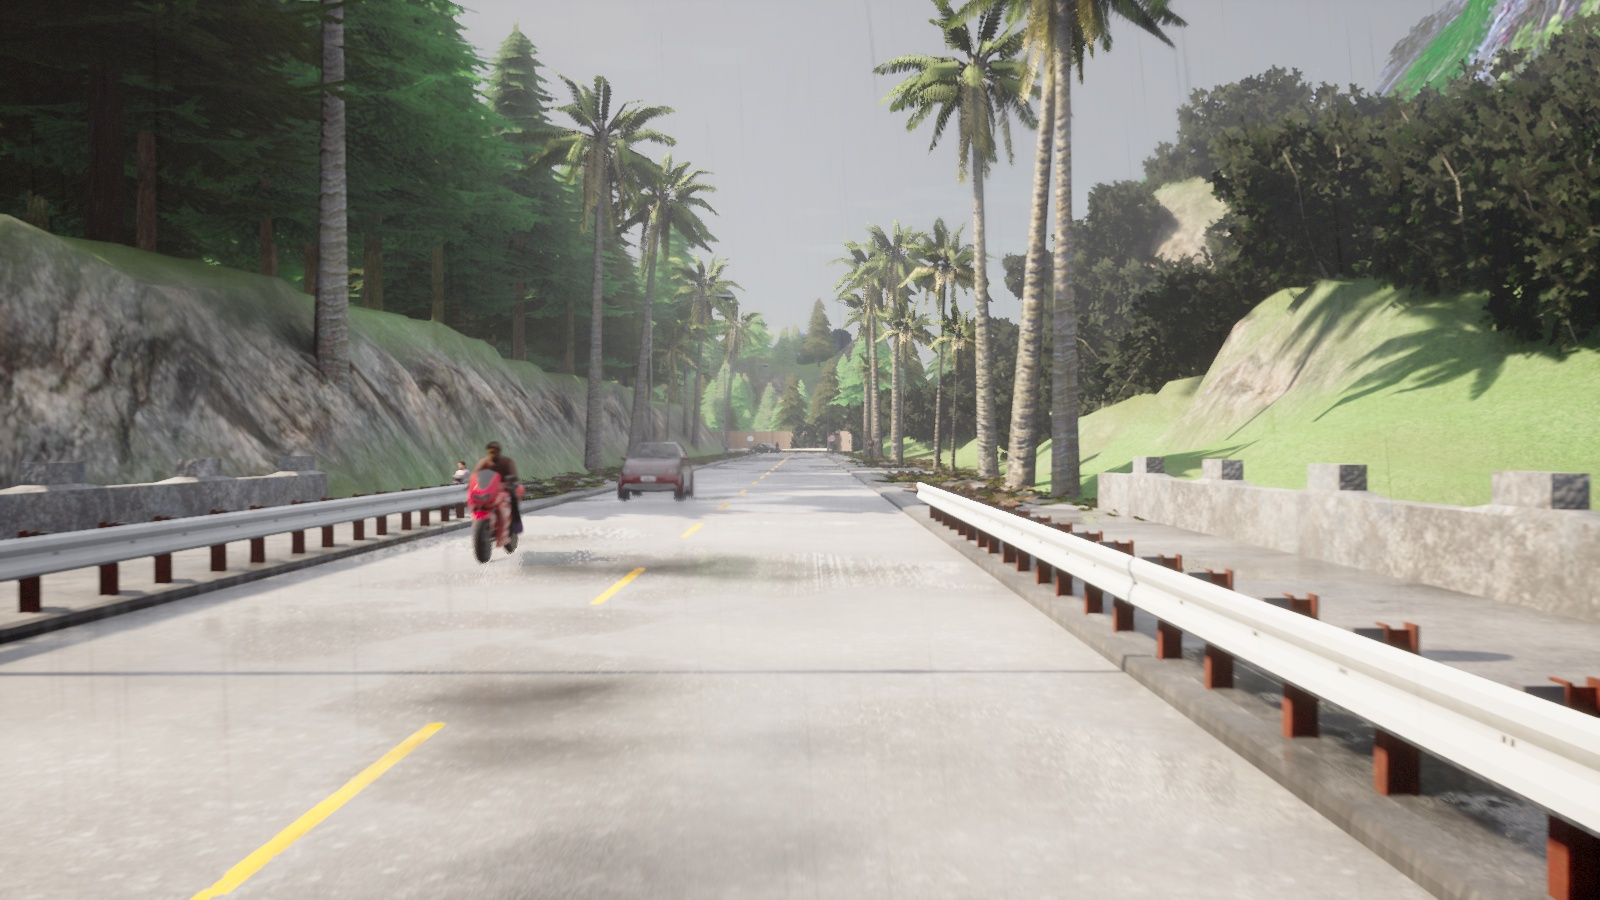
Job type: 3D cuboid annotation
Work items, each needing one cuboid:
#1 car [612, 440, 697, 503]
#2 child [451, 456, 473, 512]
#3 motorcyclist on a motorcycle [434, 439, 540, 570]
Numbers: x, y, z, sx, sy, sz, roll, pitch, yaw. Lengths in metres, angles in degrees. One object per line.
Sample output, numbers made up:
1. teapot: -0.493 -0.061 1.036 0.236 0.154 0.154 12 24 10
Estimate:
1. car: -3.788 0.538 33.139 1.789 1.549 3.705 0 0 0
2. child: -6.840 0.685 25.423 0.255 1.110 0.394 0 0 23
3. motorcyclist on a motorcycle: -3.891 0.635 15.780 0.797 1.523 2.044 0 1 0
